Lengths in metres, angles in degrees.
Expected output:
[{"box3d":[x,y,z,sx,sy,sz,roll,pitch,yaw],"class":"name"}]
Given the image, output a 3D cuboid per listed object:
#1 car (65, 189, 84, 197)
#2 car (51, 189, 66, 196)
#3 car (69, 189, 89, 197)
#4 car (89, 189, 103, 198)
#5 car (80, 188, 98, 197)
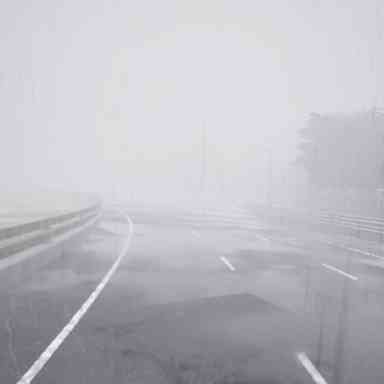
[{"box3d":[-26.569,0.133,75.120,4.902,1.511,2.128,3,0,43],"class":"car"},{"box3d":[-29.067,-0.012,72.674,4.674,1.442,1.812,3,0,43],"class":"car"},{"box3d":[-22.593,0.420,65.312,1.994,1.385,4.181,3,0,-38],"class":"car"},{"box3d":[-19.807,0.620,67.418,1.895,1.301,4.718,3,0,-38],"class":"car"},{"box3d":[-24.038,0.109,77.547,4.553,1.767,2.097,3,0,43],"class":"car"}]
